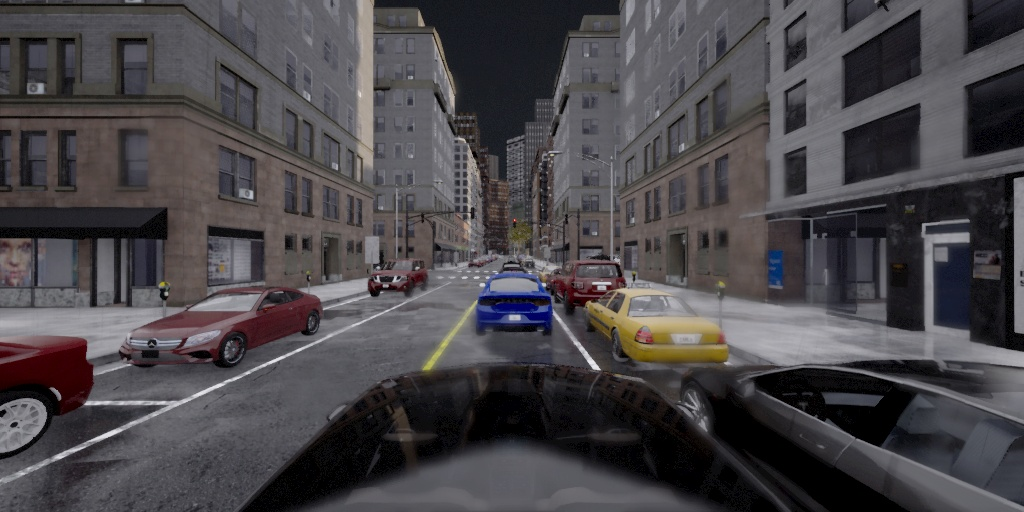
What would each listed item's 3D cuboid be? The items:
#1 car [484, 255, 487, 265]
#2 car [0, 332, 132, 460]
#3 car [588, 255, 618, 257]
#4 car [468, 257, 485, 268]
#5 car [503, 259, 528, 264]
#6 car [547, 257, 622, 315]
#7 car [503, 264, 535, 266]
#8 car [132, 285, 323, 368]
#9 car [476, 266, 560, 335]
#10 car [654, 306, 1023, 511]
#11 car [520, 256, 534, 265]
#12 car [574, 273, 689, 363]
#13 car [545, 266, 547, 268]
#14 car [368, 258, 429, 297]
[{"bbox_3d":[-5.852,0.991,62.007,1.967,1.591,4.097,0,0,0],"label":"car"},{"bbox_3d":[-5.764,1.296,2.264,1.888,1.381,4.507,0,0,0],"label":"car"},{"bbox_3d":[9.139,0.870,39.506,5.566,2.045,2.150,0,0,-3],"label":"car"},{"bbox_3d":[-5.844,1.127,56.582,1.888,1.381,4.507,0,0,0],"label":"car"},{"bbox_3d":[0.010,1.216,26.898,1.837,1.490,4.892,0,0,0],"label":"car"},{"bbox_3d":[2.745,1.056,13.376,2.192,1.841,5.009,0,0,0],"label":"car"},{"bbox_3d":[0.070,1.297,17.985,1.994,1.385,4.181,0,0,0],"label":"car"},{"bbox_3d":[-5.772,1.329,7.816,1.802,1.307,4.207,0,0,0],"label":"car"},{"bbox_3d":[0.036,1.222,10.480,1.882,1.535,5.008,0,0,-1],"label":"car"},{"bbox_3d":[2.762,1.316,2.270,1.948,1.339,4.313,0,0,0],"label":"car"},{"bbox_3d":[2.682,1.133,56.588,2.007,1.370,4.403,0,0,0],"label":"car"},{"bbox_3d":[2.753,1.272,7.992,1.751,1.417,4.829,0,0,0],"label":"car"},{"bbox_3d":[2.737,1.313,18.928,1.802,1.307,4.207,0,0,0],"label":"car"},{"bbox_3d":[-5.788,1.046,18.922,2.192,1.841,5.009,0,0,0],"label":"car"}]
